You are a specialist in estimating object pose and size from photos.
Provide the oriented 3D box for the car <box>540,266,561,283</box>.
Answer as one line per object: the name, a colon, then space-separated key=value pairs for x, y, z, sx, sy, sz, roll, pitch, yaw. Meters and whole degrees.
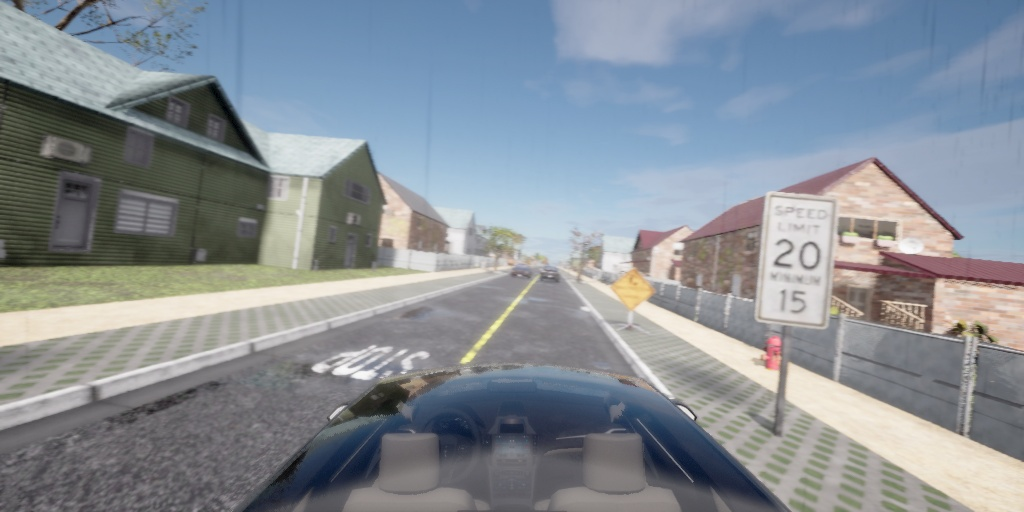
car: x=3.820 y=1.762 z=36.008 sx=2.128 sy=1.511 sz=4.902 roll=6 pitch=0 yaw=6

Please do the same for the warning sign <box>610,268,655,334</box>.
warning sign: x=3.513 y=1.274 z=10.734 sx=1.300 sy=1.860 sz=1.060 roll=0 pitch=0 yaw=6

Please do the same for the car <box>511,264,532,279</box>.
car: x=1.085 y=1.518 z=37.067 sx=2.033 sy=1.411 sz=5.357 roll=6 pitch=0 yaw=7
